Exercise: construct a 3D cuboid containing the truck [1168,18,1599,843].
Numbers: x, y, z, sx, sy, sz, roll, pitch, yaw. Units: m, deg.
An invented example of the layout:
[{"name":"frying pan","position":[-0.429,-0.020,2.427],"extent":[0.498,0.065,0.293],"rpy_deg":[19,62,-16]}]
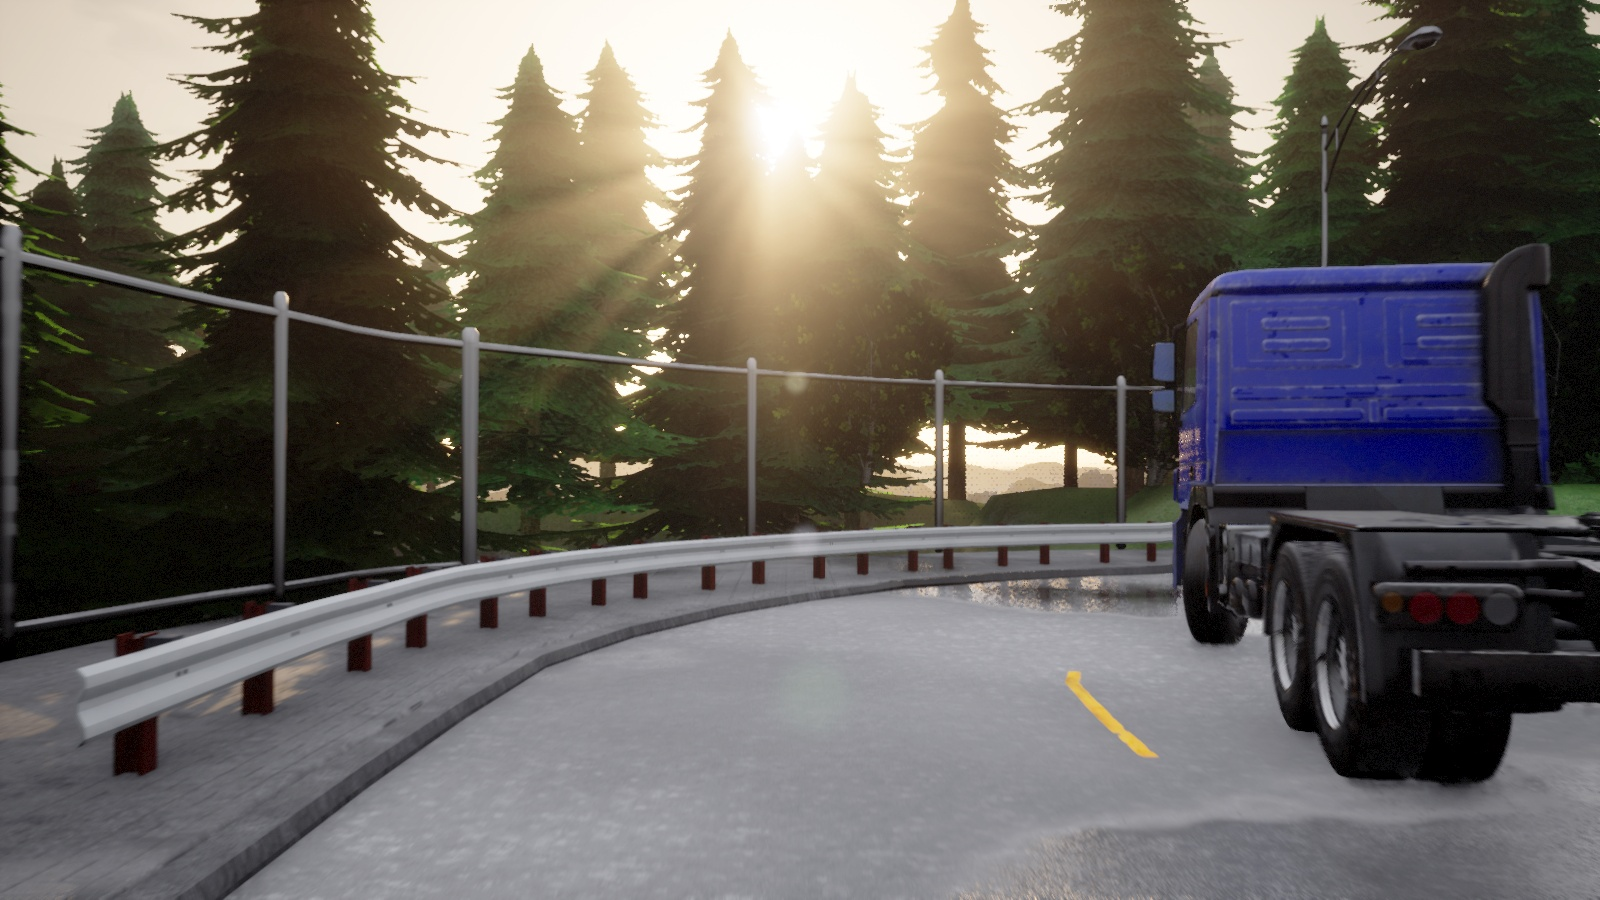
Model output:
[{"name":"truck","position":[4.595,-0.033,9.078],"extent":[2.891,3.462,7.936],"rpy_deg":[-1,-1,11]}]
